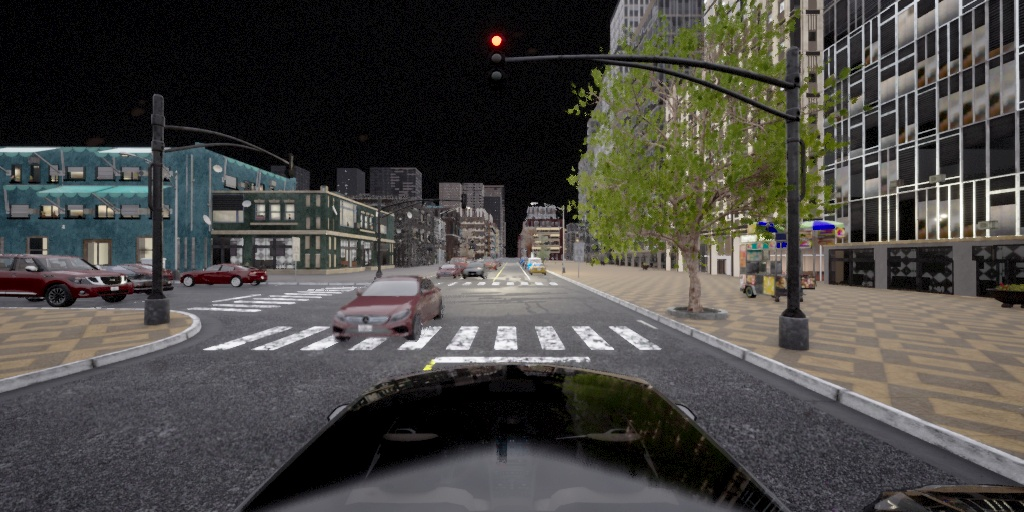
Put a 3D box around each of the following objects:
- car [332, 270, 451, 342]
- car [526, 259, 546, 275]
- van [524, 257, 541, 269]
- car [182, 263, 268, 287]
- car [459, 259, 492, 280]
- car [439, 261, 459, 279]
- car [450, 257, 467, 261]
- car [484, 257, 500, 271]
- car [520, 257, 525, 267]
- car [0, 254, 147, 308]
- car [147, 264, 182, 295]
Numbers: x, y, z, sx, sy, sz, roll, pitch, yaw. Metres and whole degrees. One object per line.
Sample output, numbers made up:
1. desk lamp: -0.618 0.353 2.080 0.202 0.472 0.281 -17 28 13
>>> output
1. car: -3.103 1.276 9.929 1.812 1.442 4.674 0 0 0
2. car: 2.720 1.278 38.251 1.751 1.417 4.829 0 0 0
3. van: 2.724 1.094 43.633 1.690 1.789 3.998 0 0 0
4. car: -17.261 1.121 21.535 4.507 1.381 1.888 0 0 -1
5. car: -3.136 1.257 31.667 1.837 1.490 4.892 0 0 2
6. car: -5.665 1.334 32.534 1.802 1.307 4.207 0 0 0
7. car: -5.661 1.067 38.085 2.192 1.841 5.009 0 0 0
8. car: -3.059 1.106 48.448 2.097 1.767 4.553 0 0 0
9. car: 2.732 1.305 54.735 2.007 1.370 4.403 0 0 0
10. car: -17.149 0.850 13.155 5.009 1.841 2.192 0 0 -1
11. car: -18.227 1.082 15.733 5.357 1.411 2.033 1 0 -1
